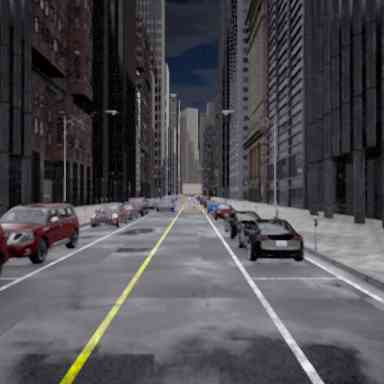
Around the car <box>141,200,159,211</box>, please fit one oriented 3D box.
[{"bbox_3d":[-5.757,1.831,45.982,1.947,1.339,4.313,0,0,0],"label":"car"}]

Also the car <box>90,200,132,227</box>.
[{"bbox_3d":[-5.759,1.573,23.545,1.967,1.590,4.097,0,0,0],"label":"car"}]

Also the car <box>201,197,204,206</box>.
[{"bbox_3d":[2.768,1.866,51.604,1.947,1.339,4.313,0,0,0],"label":"car"}]

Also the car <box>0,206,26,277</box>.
[{"bbox_3d":[-5.760,1.353,6.718,2.192,1.841,5.009,0,0,0],"label":"car"}]

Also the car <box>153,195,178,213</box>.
[{"bbox_3d":[-3.090,1.581,39.890,2.097,1.767,4.553,0,0,0],"label":"car"}]

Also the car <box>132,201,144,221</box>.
[{"bbox_3d":[-5.759,1.716,29.154,2.008,1.369,4.403,0,0,0],"label":"car"}]

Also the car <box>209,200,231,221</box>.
[{"bbox_3d":[2.766,1.710,29.169,1.887,1.381,4.507,0,0,0],"label":"car"}]

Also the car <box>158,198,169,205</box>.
[{"bbox_3d":[-5.756,1.932,68.250,1.752,1.417,4.829,0,0,0],"label":"car"}]

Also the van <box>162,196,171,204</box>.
[{"bbox_3d":[-5.756,1.785,74.030,1.690,1.788,3.998,0,0,0],"label":"van"}]

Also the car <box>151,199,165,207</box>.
[{"bbox_3d":[-5.757,1.886,57.201,2.008,1.369,4.403,0,0,0],"label":"car"}]

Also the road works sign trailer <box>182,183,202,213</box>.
[{"bbox_3d":[0.004,0.689,39.117,2.380,3.560,2.880,0,0,0],"label":"road works sign trailer"}]

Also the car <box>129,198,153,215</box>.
[{"bbox_3d":[-5.758,1.513,34.765,2.192,1.841,5.009,0,0,0],"label":"car"}]

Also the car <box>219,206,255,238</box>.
[{"bbox_3d":[2.766,1.667,17.950,1.947,1.339,4.313,0,0,0],"label":"car"}]

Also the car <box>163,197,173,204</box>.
[{"bbox_3d":[-5.755,1.921,79.639,1.967,1.590,4.097,0,0,0],"label":"car"}]

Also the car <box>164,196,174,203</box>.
[{"bbox_3d":[-5.755,1.833,85.249,2.192,1.841,5.009,0,0,0],"label":"car"}]

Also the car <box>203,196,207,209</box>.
[{"bbox_3d":[2.767,1.672,40.387,1.967,1.590,4.097,0,0,0],"label":"car"}]

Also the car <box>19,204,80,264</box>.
[{"bbox_3d":[-5.759,1.384,12.326,2.192,1.841,5.009,0,0,0],"label":"car"}]

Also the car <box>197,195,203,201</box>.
[{"bbox_3d":[2.769,1.723,68.433,2.192,1.841,5.009,0,0,0],"label":"car"}]

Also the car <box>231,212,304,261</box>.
[{"bbox_3d":[2.765,1.635,12.341,1.947,1.339,4.313,0,0,0],"label":"car"}]

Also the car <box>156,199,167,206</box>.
[{"bbox_3d":[-5.757,1.953,62.810,1.802,1.307,4.206,0,0,0],"label":"car"}]

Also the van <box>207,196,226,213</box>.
[{"bbox_3d":[2.767,1.540,34.779,1.690,1.788,3.998,0,0,0],"label":"van"}]

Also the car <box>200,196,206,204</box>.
[{"bbox_3d":[2.769,1.953,62.822,1.802,1.307,4.206,0,0,0],"label":"car"}]
